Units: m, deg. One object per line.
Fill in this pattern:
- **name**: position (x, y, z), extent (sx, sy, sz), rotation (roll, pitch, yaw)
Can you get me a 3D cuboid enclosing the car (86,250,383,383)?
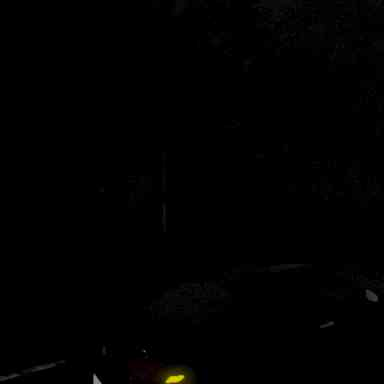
- **car**: position (1.098, 1.503, 4.209), extent (4.674, 1.442, 1.812), rotation (-1, 0, -34)
